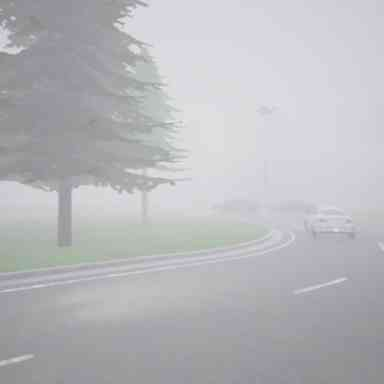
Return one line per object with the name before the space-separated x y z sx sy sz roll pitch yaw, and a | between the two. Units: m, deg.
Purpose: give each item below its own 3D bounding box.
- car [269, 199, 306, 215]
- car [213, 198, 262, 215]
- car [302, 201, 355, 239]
car | 9.531 1.365 31.602 1.812 1.442 4.674 0 0 -39
car | 4.245 1.338 31.784 4.892 1.490 1.837 0 -1 38
car | 6.933 1.441 16.959 1.812 1.442 4.674 1 0 14
